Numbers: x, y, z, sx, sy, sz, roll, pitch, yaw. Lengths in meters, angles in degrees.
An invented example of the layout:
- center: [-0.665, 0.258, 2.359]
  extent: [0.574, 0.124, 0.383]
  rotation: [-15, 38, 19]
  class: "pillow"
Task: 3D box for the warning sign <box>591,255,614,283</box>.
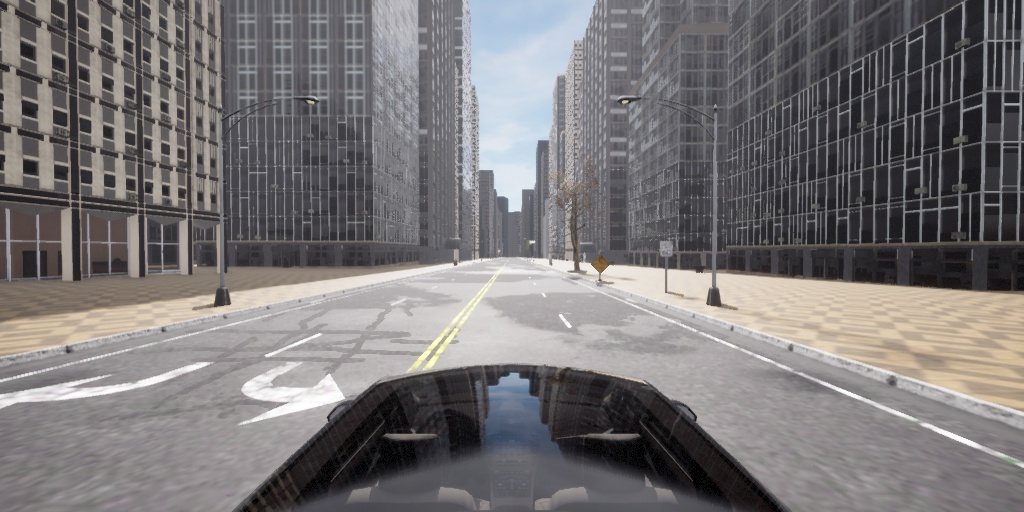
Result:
- center: [6.100, 0.856, 24.875]
  extent: [1.300, 1.860, 1.060]
  rotation: [0, 0, 0]
  class: "warning sign"
